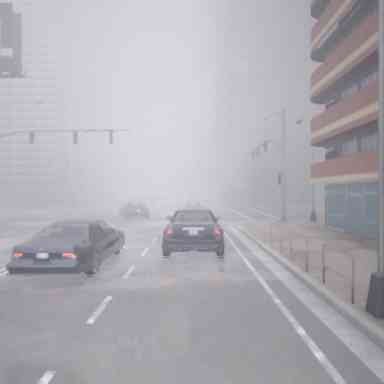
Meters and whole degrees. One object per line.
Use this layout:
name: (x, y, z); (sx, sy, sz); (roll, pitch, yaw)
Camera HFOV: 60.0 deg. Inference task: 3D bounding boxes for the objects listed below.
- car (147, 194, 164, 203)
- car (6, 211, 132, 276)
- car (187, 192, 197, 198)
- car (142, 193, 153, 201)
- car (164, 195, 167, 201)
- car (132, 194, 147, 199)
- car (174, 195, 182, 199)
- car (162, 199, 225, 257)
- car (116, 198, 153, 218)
car: (-7.020, 1.387, 64.447); (1.837, 1.490, 4.892); (0, 0, 0)
car: (-3.458, 1.529, 10.255); (2.033, 1.411, 5.357); (0, 0, 1)
car: (-0.005, 1.002, 81.484); (2.150, 2.045, 5.566); (0, 0, 0)
car: (-10.504, 1.203, 79.107); (2.097, 1.767, 4.553); (0, 0, 0)
car: (-7.004, 1.346, 79.428); (1.837, 1.490, 4.892); (0, 0, 0)
car: (-10.518, 1.236, 64.148); (2.097, 1.767, 4.553); (0, 0, 0)
car: (-3.505, 1.318, 81.453); (2.033, 1.411, 5.357); (0, 0, 0)
car: (0.061, 1.329, 12.891); (2.097, 1.767, 4.553); (0, 0, 0)
car: (-5.153, 1.511, 29.132); (1.994, 1.385, 4.181); (0, 0, -22)
